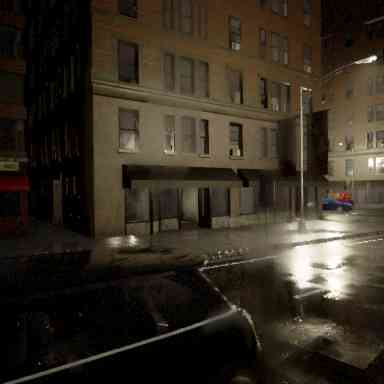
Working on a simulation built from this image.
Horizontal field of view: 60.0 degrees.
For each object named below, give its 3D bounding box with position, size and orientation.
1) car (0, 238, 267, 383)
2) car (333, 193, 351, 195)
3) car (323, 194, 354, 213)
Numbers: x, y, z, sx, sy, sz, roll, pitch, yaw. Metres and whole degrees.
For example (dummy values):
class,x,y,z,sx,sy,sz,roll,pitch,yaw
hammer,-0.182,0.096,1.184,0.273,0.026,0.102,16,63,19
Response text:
class,x,y,z,sx,sy,sz,roll,pitch,yaw
car,-1.577,1.351,2.563,4.553,1.767,2.097,0,0,-35
car,17.149,1.085,40.796,2.192,1.841,5.009,0,1,-44
car,14.434,1.345,35.276,1.882,1.535,5.008,-1,1,-44
